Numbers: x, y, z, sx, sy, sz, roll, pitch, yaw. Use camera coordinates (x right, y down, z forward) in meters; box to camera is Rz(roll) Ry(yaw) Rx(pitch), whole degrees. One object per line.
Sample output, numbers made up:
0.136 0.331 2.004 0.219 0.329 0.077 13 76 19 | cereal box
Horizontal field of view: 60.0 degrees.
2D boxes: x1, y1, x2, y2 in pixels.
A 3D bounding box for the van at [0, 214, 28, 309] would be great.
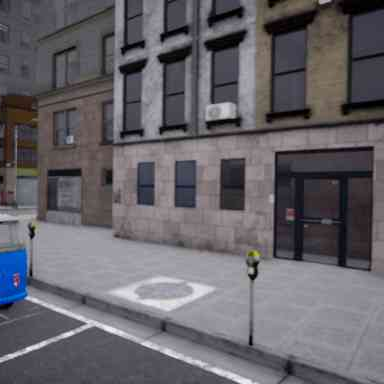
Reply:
-4.734 1.200 6.184 3.998 1.788 1.690 1 1 35 | van
